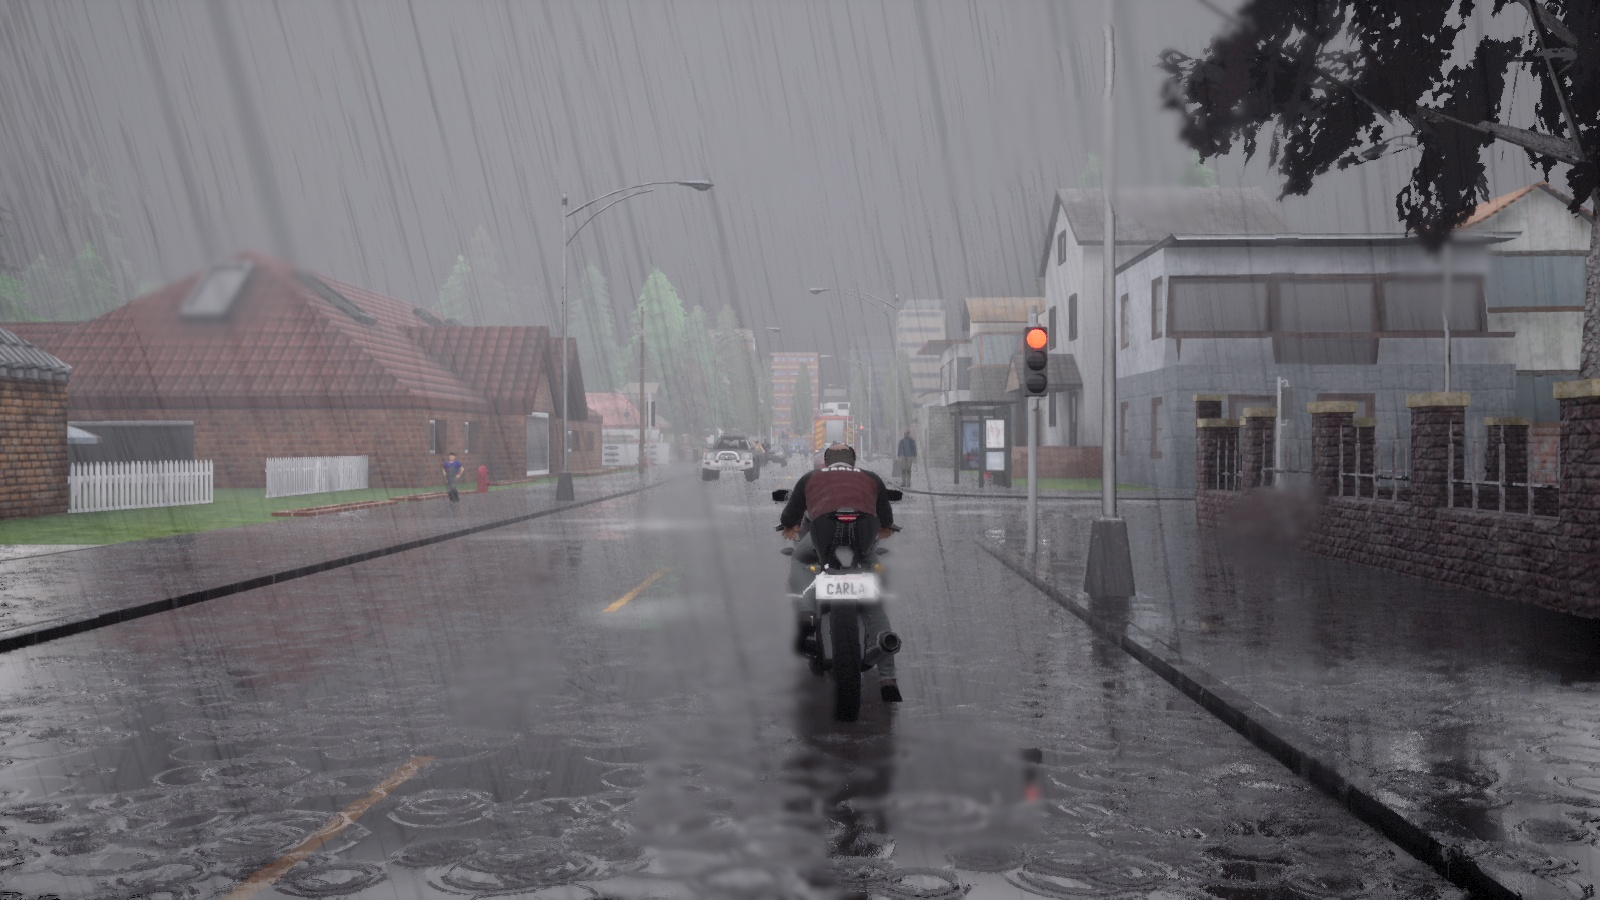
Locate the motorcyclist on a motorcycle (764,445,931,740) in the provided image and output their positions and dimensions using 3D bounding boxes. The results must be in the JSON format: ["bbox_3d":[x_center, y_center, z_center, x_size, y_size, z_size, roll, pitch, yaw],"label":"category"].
[{"bbox_3d":[0.244,0.739,7.623,0.866,1.530,2.191,0,0,0],"label":"motorcyclist on a motorcycle"}]

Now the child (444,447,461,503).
[{"bbox_3d":[-7.843,0.565,28.376,0.270,1.263,0.437,0,0,0],"label":"child"}]

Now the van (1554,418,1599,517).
[{"bbox_3d":[18.661,0.340,26.301,4.480,2.038,2.069,0,0,-1],"label":"van"}]

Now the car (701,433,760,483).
[{"bbox_3d":[-2.658,0.283,49.137,1.932,1.855,4.605,0,1,2],"label":"car"}]

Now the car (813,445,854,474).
[{"bbox_3d":[1.709,0.458,62.615,1.994,1.385,4.181,0,0,2],"label":"car"}]

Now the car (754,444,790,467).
[{"bbox_3d":[-1.776,0.335,81.004,2.033,1.411,5.357,0,0,2],"label":"car"}]

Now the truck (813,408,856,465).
[{"bbox_3d":[2.443,-0.918,88.847,2.891,3.827,8.468,0,0,1],"label":"truck"}]

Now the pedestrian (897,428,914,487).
[{"bbox_3d":[3.323,0.236,39.458,0.402,1.842,0.726,0,0,16],"label":"pedestrian"}]
